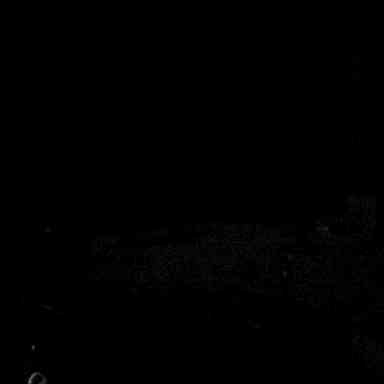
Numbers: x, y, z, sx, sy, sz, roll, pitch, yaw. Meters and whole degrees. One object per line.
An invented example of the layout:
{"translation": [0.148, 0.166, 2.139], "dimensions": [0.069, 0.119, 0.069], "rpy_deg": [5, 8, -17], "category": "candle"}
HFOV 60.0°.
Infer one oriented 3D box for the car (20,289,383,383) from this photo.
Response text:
{"translation": [0.195, 1.582, 2.941], "dimensions": [4.206, 1.307, 1.802], "rpy_deg": [0, 0, 36], "category": "car"}
